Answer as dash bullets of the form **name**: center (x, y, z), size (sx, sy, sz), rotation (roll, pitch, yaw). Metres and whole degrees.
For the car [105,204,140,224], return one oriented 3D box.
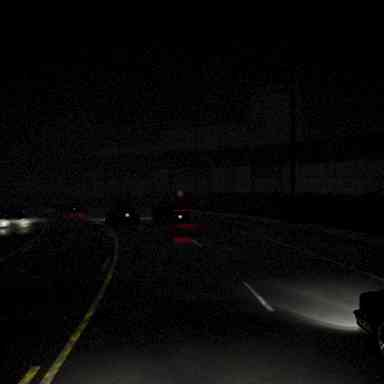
- **car**: center (-5.286, 1.585, 24.969), size (1.994, 1.385, 4.181), rotation (-1, 0, -23)

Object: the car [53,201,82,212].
- **car**: center (-15.110, 1.699, 40.183), size (1.895, 1.301, 4.718), rotation (-1, 0, -41)

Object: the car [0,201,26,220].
- **car**: center (-16.795, 1.638, 30.831), size (1.882, 1.535, 5.008), rotation (-1, 0, -36)

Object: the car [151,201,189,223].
- **car**: center (-1.776, 1.488, 25.756), size (1.837, 1.490, 4.892), rotation (0, 0, -23)

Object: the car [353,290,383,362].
- **car**: center (3.424, 1.537, 2.508), size (2.033, 1.411, 5.357), rotation (0, 0, -2)
